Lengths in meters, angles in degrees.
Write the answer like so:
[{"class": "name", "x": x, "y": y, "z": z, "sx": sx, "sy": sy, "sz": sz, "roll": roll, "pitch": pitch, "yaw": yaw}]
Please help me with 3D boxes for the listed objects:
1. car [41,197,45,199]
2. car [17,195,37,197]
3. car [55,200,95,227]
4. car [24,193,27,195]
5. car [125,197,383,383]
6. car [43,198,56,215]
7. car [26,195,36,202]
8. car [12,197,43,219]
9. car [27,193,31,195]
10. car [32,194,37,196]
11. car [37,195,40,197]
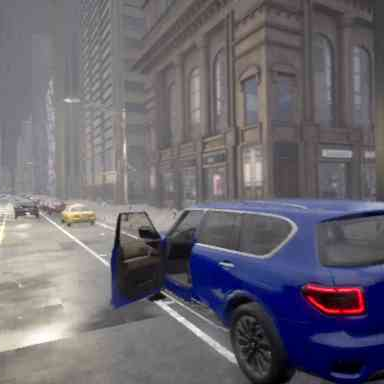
[{"class": "car", "x": -15.603, "y": 1.485, "z": 36.830, "sx": 1.802, "sy": 1.307, "sz": 4.206, "roll": -2, "pitch": 1, "yaw": -28}, {"class": "car", "x": -19.577, "y": 1.471, "z": 38.454, "sx": 2.128, "sy": 1.511, "sz": 4.902, "roll": -2, "pitch": 1, "yaw": -28}, {"class": "car", "x": -7.675, "y": 1.422, "z": 22.148, "sx": 1.752, "sy": 1.417, "sz": 4.829, "roll": -2, "pitch": 1, "yaw": -28}, {"class": "car", "x": -34.300, "y": 1.253, "z": 71.434, "sx": 2.192, "sy": 1.841, "sz": 5.009, "roll": -2, "pitch": 1, "yaw": -28}, {"class": "car", "x": 0.847, "y": 1.121, "z": 5.578, "sx": 2.150, "sy": 2.045, "sz": 5.566, "roll": -2, "pitch": 1, "yaw": -28}, {"class": "car", "x": -12.933, "y": 1.483, "z": 31.887, "sx": 1.802, "sy": 1.307, "sz": 4.206, "roll": -2, "pitch": 1, "yaw": -28}, {"class": "car", "x": -36.964, "y": 1.510, "z": 76.381, "sx": 1.947, "sy": 1.339, "sz": 4.313, "roll": -2, "pitch": 1, "yaw": -28}, {"class": "car", "x": -14.326, "y": 1.478, "z": 28.804, "sx": 1.837, "sy": 1.490, "sz": 4.892, "roll": -2, "pitch": 1, "yaw": -28}, {"class": "car", "x": -28.957, "y": 1.368, "z": 61.548, "sx": 1.967, "sy": 1.590, "sz": 4.097, "roll": -2, "pitch": 1, "yaw": -28}, {"class": "car", "x": -23.614, "y": 1.483, "z": 51.662, "sx": 1.947, "sy": 1.339, "sz": 4.313, "roll": -2, "pitch": 1, "yaw": -28}, {"class": "car", "x": -18.356, "y": 1.432, "z": 41.923, "sx": 1.752, "sy": 1.417, "sz": 4.829, "roll": -2, "pitch": 1, "yaw": -28}]
